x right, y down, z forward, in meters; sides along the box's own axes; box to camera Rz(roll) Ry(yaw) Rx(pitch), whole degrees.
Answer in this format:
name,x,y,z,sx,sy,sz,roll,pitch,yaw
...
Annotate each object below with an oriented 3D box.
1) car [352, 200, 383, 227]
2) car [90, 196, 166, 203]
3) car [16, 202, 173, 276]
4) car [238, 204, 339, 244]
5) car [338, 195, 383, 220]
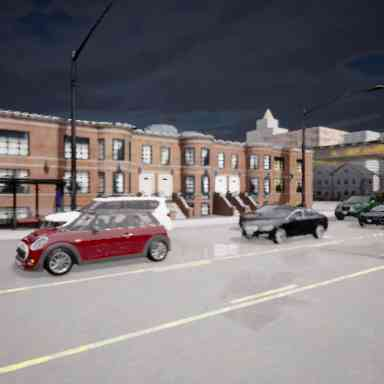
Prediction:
name,x,y,z,sx,sy,sz,roll,pitch,yaw
car,12.841,1.486,21.725,5.008,1.535,1.882,0,0,-36
car,-3.495,1.224,14.397,5.566,2.045,2.150,0,0,-35
car,-2.950,1.353,10.474,4.553,1.767,2.097,0,0,-36
car,4.493,1.496,15.792,4.902,1.511,2.128,0,0,-36
car,13.795,1.231,26.687,5.566,2.045,2.150,0,0,-35
